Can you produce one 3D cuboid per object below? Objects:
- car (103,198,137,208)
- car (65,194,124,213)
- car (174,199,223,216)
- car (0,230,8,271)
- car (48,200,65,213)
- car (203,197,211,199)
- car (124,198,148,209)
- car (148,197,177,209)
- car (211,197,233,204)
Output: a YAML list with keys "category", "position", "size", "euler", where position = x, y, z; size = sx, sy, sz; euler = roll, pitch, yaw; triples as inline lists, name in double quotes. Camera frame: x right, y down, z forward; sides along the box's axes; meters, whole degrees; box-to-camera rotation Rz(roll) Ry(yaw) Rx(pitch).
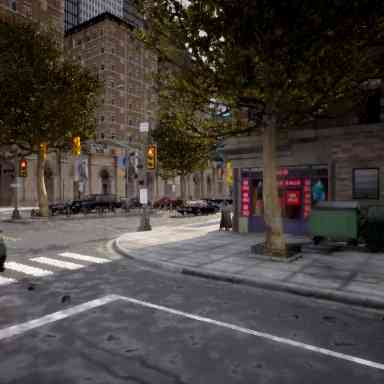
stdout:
- category: "car"
  position: [-10.277, 1.595, 47.932]
  size: [1.895, 1.301, 4.718]
  euler: [0, 0, 36]
- category: "car"
  position: [-10.506, 1.221, 36.241]
  size: [2.150, 2.045, 5.566]
  euler: [0, 0, 36]
- category: "car"
  position: [0.701, 1.601, 31.982]
  size: [1.895, 1.301, 4.718]
  euler: [0, 0, 36]
- category: "car"
  position: [-6.834, 1.602, 10.190]
  size: [1.895, 1.301, 4.718]
  euler: [0, 0, -32]
- category: "car"
  position: [-13.771, 1.547, 37.695]
  size: [2.033, 1.411, 5.357]
  euler: [0, 0, 36]
- category: "car"
  position: [2.998, 1.565, 60.882]
  size: [1.994, 1.385, 4.181]
  euler: [0, 0, 36]
- category: "car"
  position: [-7.696, 1.526, 46.101]
  size: [1.812, 1.442, 4.674]
  euler: [0, 0, 36]
- category: "car"
  position: [-3.349, 1.478, 46.168]
  size: [1.882, 1.535, 5.008]
  euler: [0, 0, 36]
- category: "car"
  position: [5.866, 1.601, 58.871]
  size: [1.895, 1.301, 4.718]
  euler: [0, 0, 36]
